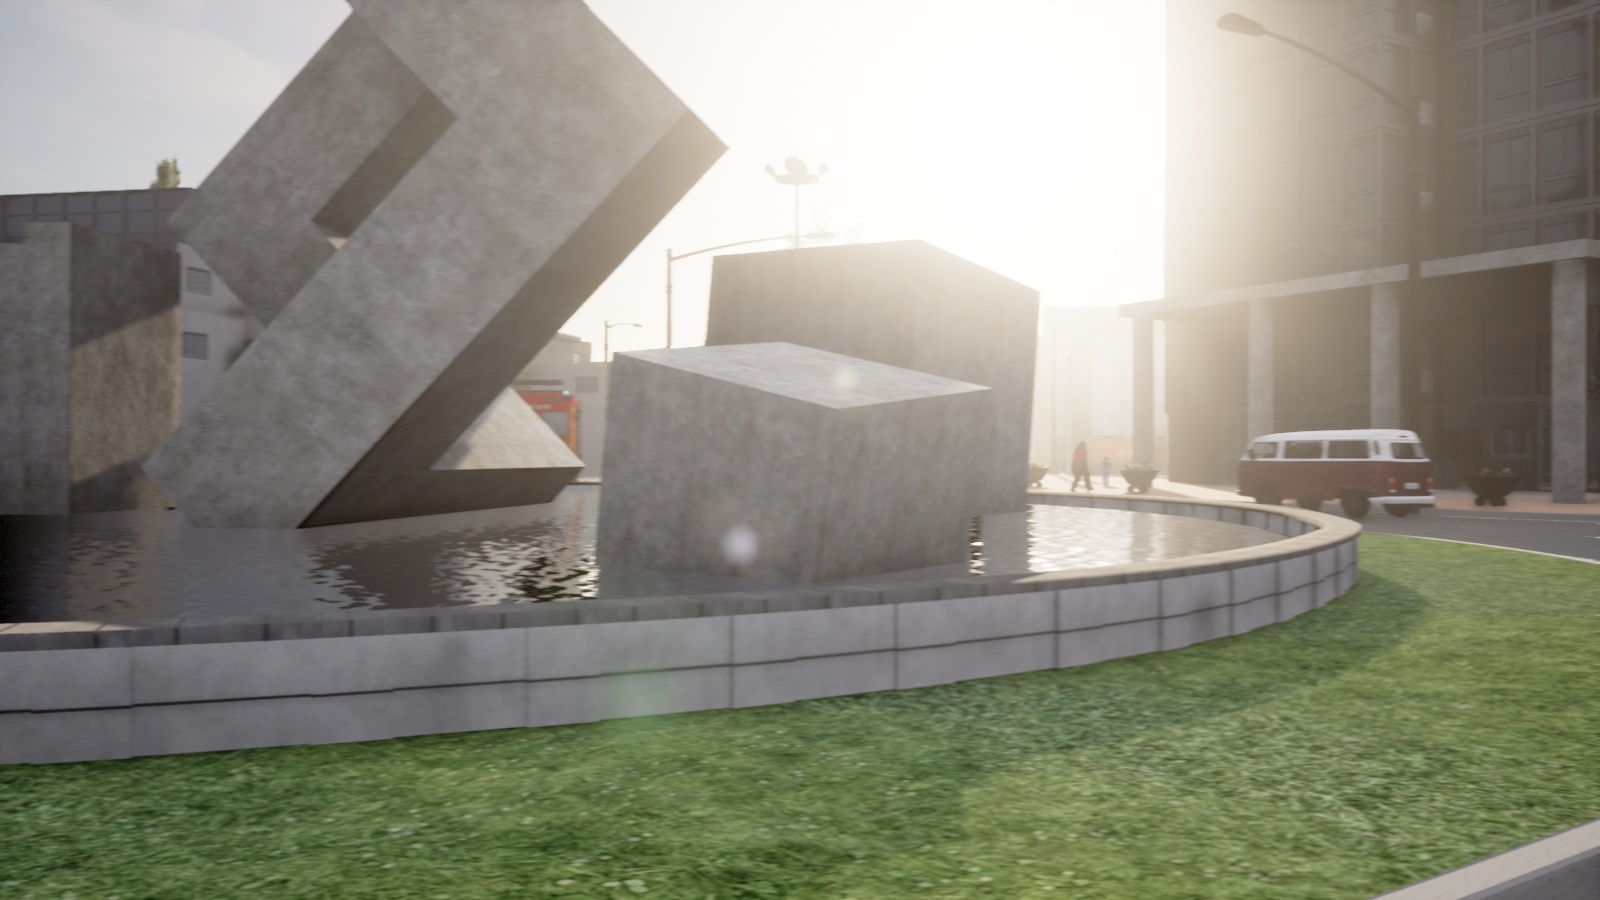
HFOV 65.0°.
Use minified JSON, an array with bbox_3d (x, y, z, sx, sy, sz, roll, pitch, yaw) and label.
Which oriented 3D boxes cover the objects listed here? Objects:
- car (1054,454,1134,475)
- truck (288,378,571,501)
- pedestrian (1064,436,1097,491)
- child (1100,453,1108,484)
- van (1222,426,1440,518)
[{"bbox_3d":[20.608,0.988,88.120,5.357,1.411,2.033,1,0,10],"label":"car"},{"bbox_3d":[-11.864,-0.325,40.967,8.468,3.827,2.891,0,0,-6],"label":"truck"},{"bbox_3d":[9.471,0.448,42.431,0.634,1.844,0.899,0,0,-29],"label":"pedestrian"},{"bbox_3d":[12.331,0.759,50.958,0.270,1.263,0.437,0,0,7],"label":"child"},{"bbox_3d":[12.604,0.491,30.105,2.069,2.038,4.480,0,0,-29],"label":"van"}]
